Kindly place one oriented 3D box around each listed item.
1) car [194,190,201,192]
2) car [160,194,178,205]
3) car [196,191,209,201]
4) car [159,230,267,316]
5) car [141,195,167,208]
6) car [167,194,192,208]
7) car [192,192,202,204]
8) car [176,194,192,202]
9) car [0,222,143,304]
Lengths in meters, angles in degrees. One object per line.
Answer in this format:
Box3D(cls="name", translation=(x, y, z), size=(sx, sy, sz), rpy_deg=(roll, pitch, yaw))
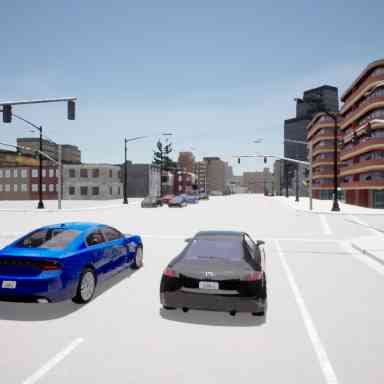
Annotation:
Box3D(cls="car", translation=(1.307, 0.254, 81.378), size=(2.097, 1.767, 4.553), rpy_deg=(0, 1, 11))
Box3D(cls="car", translation=(-3.793, 1.226, 55.481), size=(1.882, 1.535, 5.008), rpy_deg=(0, 1, 11))
Box3D(cls="car", translation=(2.330, 1.012, 68.331), size=(1.837, 1.490, 4.892), rpy_deg=(0, 1, 11))
Box3D(cls="car", translation=(0.690, 1.564, 7.643), size=(1.994, 1.385, 4.181), rpy_deg=(0, 0, 12))
Box3D(cls="car", translation=(-5.555, 1.230, 46.515), size=(2.097, 1.767, 4.553), rpy_deg=(0, 1, 11))
Box3D(cls="car", translation=(-1.919, 1.409, 46.892), size=(2.033, 1.411, 5.357), rpy_deg=(0, 1, 11))
Box3D(cls="car", translation=(-0.084, 1.249, 56.297), size=(1.812, 1.442, 4.674), rpy_deg=(0, 1, 11))
Box3D(cls="car", translation=(-1.606, 1.100, 66.511), size=(2.033, 1.411, 5.357), rpy_deg=(0, 1, 11))
Box3D(cls="car", translation=(-2.747, 1.478, 8.289), size=(1.882, 1.535, 5.008), rpy_deg=(0, 0, 11))
